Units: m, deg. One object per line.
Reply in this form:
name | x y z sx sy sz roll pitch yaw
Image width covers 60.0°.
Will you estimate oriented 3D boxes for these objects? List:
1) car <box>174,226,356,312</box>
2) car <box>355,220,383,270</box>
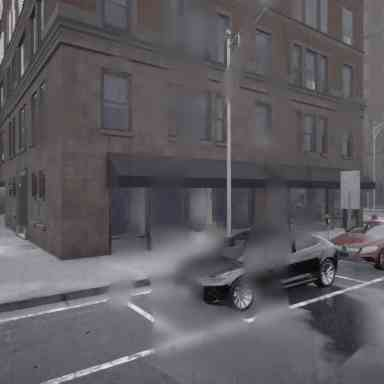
car | 1.640 1.566 7.704 4.313 1.339 1.947 0 0 -35
car | 6.119 1.582 10.898 4.206 1.307 1.802 0 0 -35
